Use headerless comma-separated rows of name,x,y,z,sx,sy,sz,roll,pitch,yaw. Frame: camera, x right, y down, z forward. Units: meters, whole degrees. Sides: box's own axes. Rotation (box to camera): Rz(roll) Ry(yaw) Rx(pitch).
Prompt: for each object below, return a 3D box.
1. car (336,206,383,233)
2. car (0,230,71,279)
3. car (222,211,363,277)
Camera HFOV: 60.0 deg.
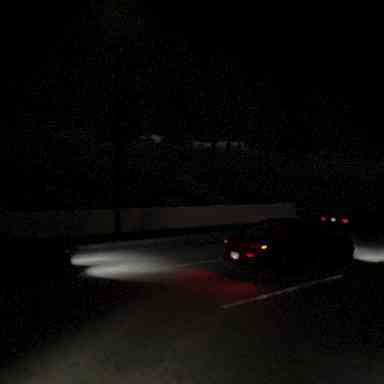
car,9.518,1.504,18.884,5.357,1.411,2.033,0,0,-34
car,-5.525,1.525,8.403,4.674,1.442,1.812,0,0,-36
car,3.022,1.506,10.178,4.674,1.442,1.812,0,0,-35
